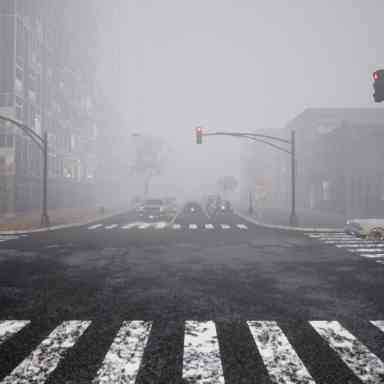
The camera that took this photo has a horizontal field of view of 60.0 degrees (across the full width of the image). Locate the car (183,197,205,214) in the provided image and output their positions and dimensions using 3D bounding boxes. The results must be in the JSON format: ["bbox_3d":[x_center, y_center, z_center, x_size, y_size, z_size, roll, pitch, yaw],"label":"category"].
[{"bbox_3d":[0.086,1.530,34.619,1.812,1.442,4.674,0,0,0],"label":"car"}]

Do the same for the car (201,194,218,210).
[{"bbox_3d":[2.719,1.320,42.351,2.192,1.841,5.009,1,0,0],"label":"car"}]

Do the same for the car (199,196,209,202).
[{"bbox_3d":[2.724,1.572,76.396,1.947,1.339,4.313,1,0,0],"label":"car"}]

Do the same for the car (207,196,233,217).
[{"bbox_3d":[2.713,1.444,31.003,1.967,1.590,4.097,1,0,0],"label":"car"}]

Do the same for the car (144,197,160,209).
[{"bbox_3d":[-5.663,1.530,47.819,1.752,1.417,4.829,1,0,0],"label":"car"}]

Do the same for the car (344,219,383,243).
[{"bbox_3d":[9.554,1.531,15.010,4.718,1.301,1.895,-1,-1,5],"label":"car"}]

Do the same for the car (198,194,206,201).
[{"bbox_3d":[2.729,1.446,87.743,1.967,1.590,4.097,1,0,0],"label":"car"}]

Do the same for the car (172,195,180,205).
[{"bbox_3d":[-3.082,1.531,47.642,1.812,1.442,4.674,0,0,0],"label":"car"}]

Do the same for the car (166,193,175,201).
[{"bbox_3d":[-5.648,1.321,87.707,2.192,1.841,5.009,1,0,0],"label":"car"}]

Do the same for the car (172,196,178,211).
[{"bbox_3d":[-3.090,1.552,37.622,2.033,1.411,5.357,0,0,0],"label":"car"}]

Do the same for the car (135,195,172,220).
[{"bbox_3d":[-3.125,1.356,28.149,2.097,1.767,4.553,0,0,1],"label":"car"}]

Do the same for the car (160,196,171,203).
[{"bbox_3d":[-5.658,1.572,70.685,1.947,1.339,4.313,1,0,0],"label":"car"}]

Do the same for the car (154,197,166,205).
[{"bbox_3d":[-5.661,1.587,59.337,1.802,1.307,4.206,1,0,0],"label":"car"}]

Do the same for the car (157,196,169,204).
[{"bbox_3d":[-5.659,1.572,65.011,1.947,1.339,4.313,1,0,0],"label":"car"}]

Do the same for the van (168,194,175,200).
[{"bbox_3d":[-5.647,1.347,93.381,1.690,1.788,3.998,1,0,0],"label":"van"}]

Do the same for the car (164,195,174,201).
[{"bbox_3d":[-5.654,1.557,82.033,2.008,1.369,4.403,1,0,0],"label":"car"}]

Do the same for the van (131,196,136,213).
[{"bbox_3d":[-5.663,1.346,36.641,1.690,1.788,3.998,1,0,0],"label":"van"}]
